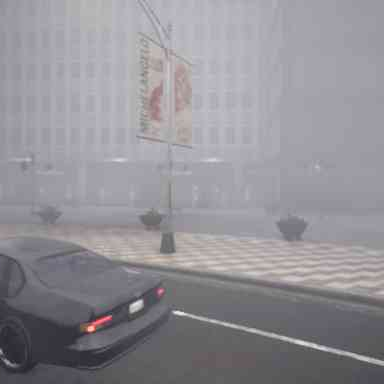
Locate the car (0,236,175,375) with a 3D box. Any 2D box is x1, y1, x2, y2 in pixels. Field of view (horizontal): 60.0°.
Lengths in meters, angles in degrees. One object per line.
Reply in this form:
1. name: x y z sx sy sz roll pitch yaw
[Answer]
1. car: -2.937 1.466 5.363 5.357 1.411 2.033 1 1 27
